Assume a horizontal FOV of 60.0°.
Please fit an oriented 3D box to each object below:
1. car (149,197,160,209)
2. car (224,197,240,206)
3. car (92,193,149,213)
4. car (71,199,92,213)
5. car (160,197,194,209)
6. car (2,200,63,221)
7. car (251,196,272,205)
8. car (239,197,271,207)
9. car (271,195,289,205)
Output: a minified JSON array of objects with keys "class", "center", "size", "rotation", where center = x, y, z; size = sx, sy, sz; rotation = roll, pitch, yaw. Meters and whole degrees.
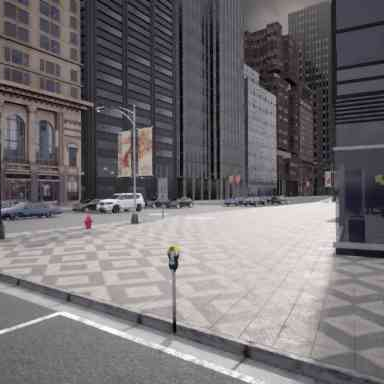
[{"class":"car","center":[-4.849,1.452,45.484],"size":[1.837,1.490,4.892],"rotation":[-1,0,35]},{"class":"car","center":[6.774,1.424,50.420],"size":[2.033,1.411,5.357],"rotation":[-1,0,36]},{"class":"car","center":[-7.596,1.166,35.982],"size":[2.150,2.045,5.566],"rotation":[-1,0,35]},{"class":"car","center":[-10.968,1.477,36.834],"size":[1.837,1.490,4.892],"rotation":[-1,0,35]},{"class":"car","center":[-1.656,1.426,44.369],"size":[1.837,1.490,4.892],"rotation":[-1,0,35]},{"class":"car","center":[-13.500,1.517,27.616],"size":[2.033,1.411,5.357],"rotation":[-1,0,35]},{"class":"car","center":[12.275,1.465,58.311],"size":[1.895,1.301,4.718],"rotation":[-1,0,35]},{"class":"car","center":[9.188,1.453,48.209],"size":[1.895,1.301,4.718],"rotation":[-1,0,36]},{"class":"car","center":[14.913,1.344,56.412],"size":[1.837,1.490,4.892],"rotation":[-1,0,35]}]
